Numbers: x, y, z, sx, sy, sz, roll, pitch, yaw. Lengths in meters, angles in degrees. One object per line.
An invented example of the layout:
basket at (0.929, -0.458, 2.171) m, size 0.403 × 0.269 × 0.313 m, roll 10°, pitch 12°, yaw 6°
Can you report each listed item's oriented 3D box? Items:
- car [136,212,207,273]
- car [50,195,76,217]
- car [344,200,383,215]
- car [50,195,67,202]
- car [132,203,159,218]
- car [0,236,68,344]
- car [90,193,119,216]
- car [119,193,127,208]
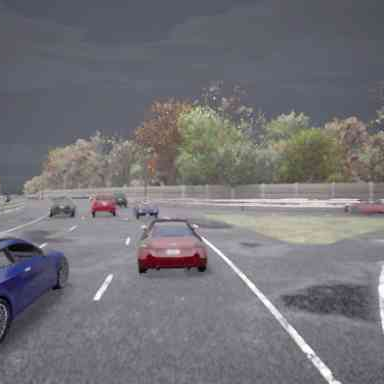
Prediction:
car at (-0.715, 1.558, 10.817) m, size 1.994 × 1.385 × 4.181 m, roll 0°, pitch 0°, yaw -6°
car at (-12.224, 1.372, 31.700) m, size 2.097 × 1.767 × 4.553 m, roll 0°, pitch 0°, yaw -17°
car at (16.735, 1.482, 31.591) m, size 4.181 × 1.385 × 1.994 m, roll 0°, pitch 0°, yaw 13°
car at (-31.030, 1.553, 77.119) m, size 1.837 × 1.490 × 4.892 m, roll 0°, pitch 0°, yaw -44°
car at (-4.202, 1.594, 29.471) m, size 1.895 × 1.301 × 4.718 m, roll 0°, pitch 0°, yaw -15°
car at (-3.774, 1.534, 6.073) m, size 1.812 × 1.442 × 4.674 m, roll 0°, pitch 0°, yaw -3°
car at (-8.793, 1.228, 32.858) m, size 2.150 × 2.045 × 5.566 m, roll 0°, pitch 0°, yaw -18°
car at (-10.832, 1.225, 47.401) m, size 2.150 × 2.045 × 5.566 m, roll 0°, pitch 0°, yaw -25°
